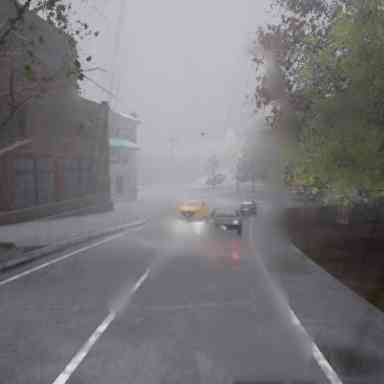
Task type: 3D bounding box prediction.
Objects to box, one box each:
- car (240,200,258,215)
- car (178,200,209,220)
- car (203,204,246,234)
[{"bbox_3d":[6.148,1.616,36.386,1.812,1.442,4.674,2,1,16],"label":"car"},{"bbox_3d":[0.234,1.434,27.769,1.882,1.535,5.008,1,0,13],"label":"car"},{"bbox_3d":[2.049,1.609,19.653,1.895,1.301,4.718,1,0,10],"label":"car"}]
